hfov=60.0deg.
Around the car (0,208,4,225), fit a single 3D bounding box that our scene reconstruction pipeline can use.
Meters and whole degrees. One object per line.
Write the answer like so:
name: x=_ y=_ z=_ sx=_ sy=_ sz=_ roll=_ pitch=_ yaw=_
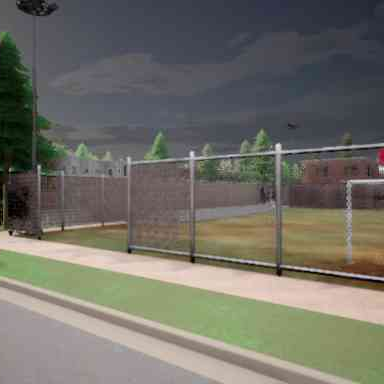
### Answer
car: x=-14.759 y=1.393 z=22.565 sx=2.097 sy=1.767 sz=4.553 roll=0 pitch=0 yaw=34
